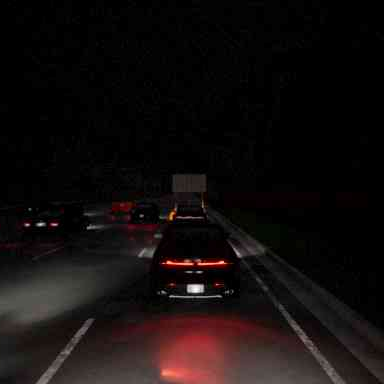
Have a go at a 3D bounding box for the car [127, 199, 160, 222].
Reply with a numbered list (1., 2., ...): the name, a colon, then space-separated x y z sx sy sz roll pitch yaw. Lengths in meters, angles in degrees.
1. car: -3.600 1.526 26.012 1.812 1.442 4.674 0 0 -1

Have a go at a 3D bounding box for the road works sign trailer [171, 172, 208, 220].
1. road works sign trailer: -0.186 0.464 22.712 2.380 3.560 2.880 0 0 -3

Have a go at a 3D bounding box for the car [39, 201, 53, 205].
1. car: -10.617 1.601 27.844 1.895 1.301 4.718 0 0 -1

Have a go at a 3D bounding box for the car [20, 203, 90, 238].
1. car: -7.012 1.547 17.673 2.033 1.411 5.357 0 0 -2

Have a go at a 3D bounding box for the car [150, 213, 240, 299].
1. car: 0.047 1.505 8.453 1.837 1.490 4.892 0 0 0

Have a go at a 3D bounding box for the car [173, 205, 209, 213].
1. car: -0.067 1.488 18.842 2.128 1.511 4.902 0 0 1

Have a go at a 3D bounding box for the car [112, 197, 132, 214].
1. car: -7.189 1.351 35.880 2.097 1.767 4.553 0 0 -1

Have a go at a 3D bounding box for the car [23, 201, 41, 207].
1. car: -14.146 1.547 31.508 2.033 1.411 5.357 0 0 -1
